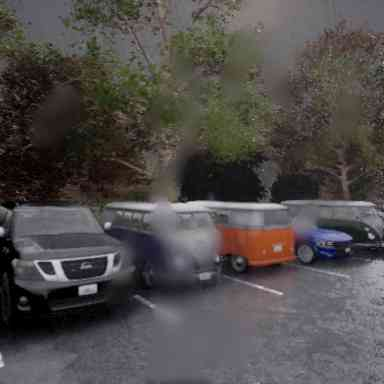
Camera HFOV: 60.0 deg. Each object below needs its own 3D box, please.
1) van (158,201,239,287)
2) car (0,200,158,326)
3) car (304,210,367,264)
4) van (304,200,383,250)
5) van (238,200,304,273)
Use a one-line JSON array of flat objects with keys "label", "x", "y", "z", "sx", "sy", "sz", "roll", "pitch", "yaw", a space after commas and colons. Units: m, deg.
[{"label": "van", "x": -0.985, "y": 1.290, "z": 9.208, "sx": 1.878, "sy": 1.987, "sz": 4.442, "roll": 1, "pitch": 0, "yaw": -35}, {"label": "car", "x": -3.292, "y": 1.242, "z": 7.675, "sx": 2.435, "sy": 2.045, "sz": 5.566, "roll": 1, "pitch": 0, "yaw": -35}, {"label": "car", "x": 3.456, "y": 1.561, "z": 12.519, "sx": 2.097, "sy": 1.535, "sz": 5.008, "roll": 1, "pitch": 0, "yaw": -35}, {"label": "van", "x": 5.793, "y": 1.362, "z": 14.044, "sx": 1.878, "sy": 1.987, "sz": 4.442, "roll": 1, "pitch": 0, "yaw": -36}, {"label": "van", "x": 1.137, "y": 1.313, "z": 11.005, "sx": 1.878, "sy": 1.987, "sz": 4.442, "roll": 1, "pitch": 0, "yaw": -35}]
